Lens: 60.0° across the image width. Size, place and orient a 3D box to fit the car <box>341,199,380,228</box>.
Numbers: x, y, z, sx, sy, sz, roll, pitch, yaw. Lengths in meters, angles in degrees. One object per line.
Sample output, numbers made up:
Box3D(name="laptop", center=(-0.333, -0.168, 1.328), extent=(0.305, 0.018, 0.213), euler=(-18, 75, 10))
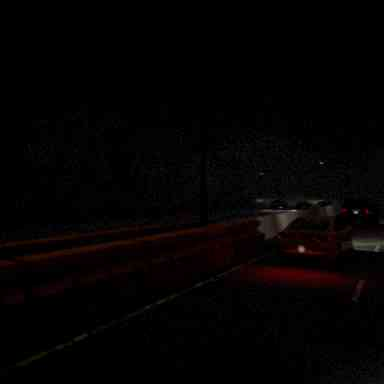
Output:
Box3D(name="car", center=(12.577, 1.500, 24.852), extent=(2.150, 2.045, 5.566), euler=(-1, -1, 33))

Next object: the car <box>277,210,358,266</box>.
Box3D(name="car", center=(4.703, 1.627, 12.321), extent=(1.882, 1.535, 5.008), euler=(-1, -1, 33))
